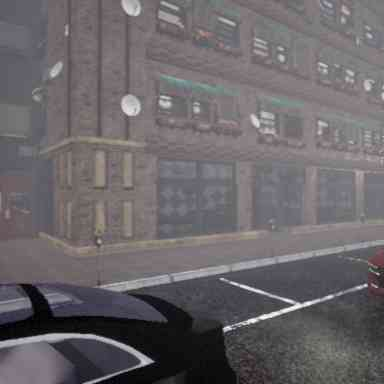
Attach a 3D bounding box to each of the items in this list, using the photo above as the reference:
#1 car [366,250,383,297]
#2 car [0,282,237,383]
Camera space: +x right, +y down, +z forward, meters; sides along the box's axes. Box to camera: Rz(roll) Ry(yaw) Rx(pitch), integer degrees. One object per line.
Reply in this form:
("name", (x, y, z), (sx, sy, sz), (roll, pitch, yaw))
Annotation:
("car", (5.948, 1.528, 7.613), (5.008, 1.535, 1.882), (0, 0, -35))
("car", (-1.898, 1.490, 2.024), (4.902, 1.511, 2.128), (0, 0, -35))
